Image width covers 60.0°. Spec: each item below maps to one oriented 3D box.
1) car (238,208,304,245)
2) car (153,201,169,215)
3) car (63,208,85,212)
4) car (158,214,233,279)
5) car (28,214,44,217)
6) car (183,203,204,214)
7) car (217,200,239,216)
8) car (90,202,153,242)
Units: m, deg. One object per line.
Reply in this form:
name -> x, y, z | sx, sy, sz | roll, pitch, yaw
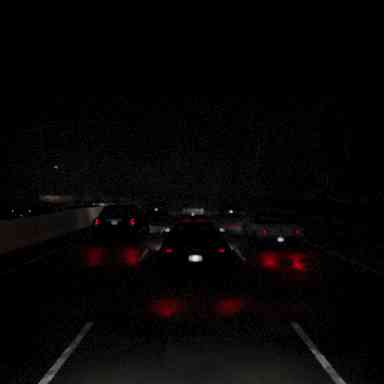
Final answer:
car -> 3.599, 1.635, 15.703 | 1.895, 1.301, 4.718 | 0, 0, 0
car -> -3.402, 1.637, 33.619 | 1.994, 1.385, 4.181 | 0, 0, 0
car -> -10.601, 1.617, 31.759 | 2.033, 1.411, 5.357 | 0, 0, 0
car -> 0.086, 1.587, 10.105 | 1.994, 1.385, 4.181 | 0, 0, 0
car -> -14.104, 1.666, 29.596 | 1.895, 1.301, 4.718 | 0, 0, 0
car -> 0.101, 1.670, 31.491 | 1.895, 1.301, 4.718 | 0, 0, 0
car -> 3.601, 1.577, 33.146 | 1.837, 1.490, 4.892 | 0, 0, 0
car -> -3.403, 1.389, 16.699 | 2.097, 1.767, 4.553 | 0, 0, 0
